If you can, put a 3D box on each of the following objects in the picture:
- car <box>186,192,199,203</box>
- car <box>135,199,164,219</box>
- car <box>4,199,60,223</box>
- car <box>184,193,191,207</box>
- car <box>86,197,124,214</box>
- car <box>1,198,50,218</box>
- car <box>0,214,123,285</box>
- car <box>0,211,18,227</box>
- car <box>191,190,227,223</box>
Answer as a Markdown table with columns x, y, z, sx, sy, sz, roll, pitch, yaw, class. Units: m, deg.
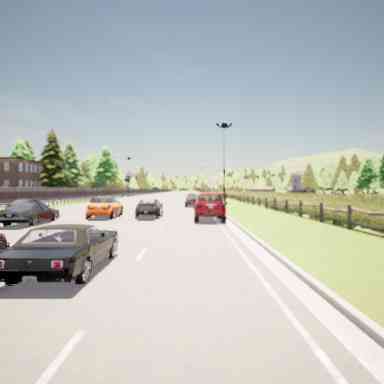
| x | y | z | sx | sy | sz | roll | pitch | yaw | class |
| --- | --- | --- | --- | --- | --- | --- | --- | --- | --- |
| 0.014 | 0.924 | 55.527 | 2.097 | 1.767 | 4.553 | 0 | 0 | 0 | car |
| -3.394 | 1.283 | 26.940 | 2.128 | 1.511 | 4.902 | 0 | 0 | 0 | car |
| -10.395 | 1.381 | 21.496 | 2.033 | 1.411 | 5.357 | 0 | 0 | 0 | car |
| 0.034 | 1.190 | 43.605 | 1.812 | 1.442 | 4.674 | 0 | 0 | 1 | car |
| -6.893 | 1.146 | 26.691 | 2.097 | 1.767 | 4.553 | 0 | 0 | 0 | car |
| -13.894 | 1.308 | 28.142 | 1.812 | 1.442 | 4.674 | 0 | 0 | 0 | car |
| -3.396 | 1.529 | 9.195 | 1.895 | 1.301 | 4.718 | 0 | 0 | 0 | car |
| -6.896 | 1.456 | 8.949 | 1.812 | 1.442 | 4.674 | 0 | 0 | 0 | car |
| 1.231 | 1.038 | 24.007 | 2.150 | 2.045 | 5.566 | 0 | 0 | 0 | car |
